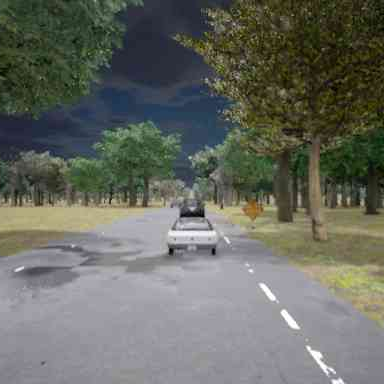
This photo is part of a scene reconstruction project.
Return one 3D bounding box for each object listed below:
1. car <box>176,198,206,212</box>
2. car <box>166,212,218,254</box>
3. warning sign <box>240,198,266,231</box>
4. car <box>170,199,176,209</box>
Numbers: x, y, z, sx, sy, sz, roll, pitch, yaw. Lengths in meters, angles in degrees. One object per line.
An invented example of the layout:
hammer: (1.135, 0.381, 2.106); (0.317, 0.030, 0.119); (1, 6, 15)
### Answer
car: (0.025, 1.541, 29.041); (2.150, 2.045, 5.566); (0, -1, 0)
car: (0.014, 1.734, 14.095); (1.895, 1.301, 4.718); (0, -1, 0)
warning sign: (3.580, 1.305, 19.537); (1.300, 1.860, 1.060); (1, 0, 0)
car: (-3.441, 2.463, 70.943); (2.150, 2.045, 5.566); (0, -1, 0)
